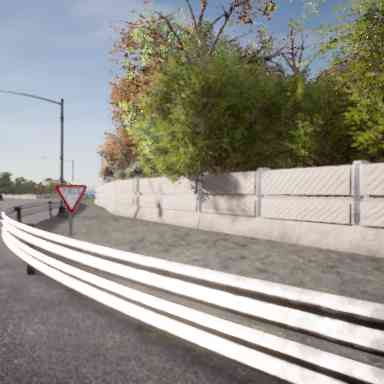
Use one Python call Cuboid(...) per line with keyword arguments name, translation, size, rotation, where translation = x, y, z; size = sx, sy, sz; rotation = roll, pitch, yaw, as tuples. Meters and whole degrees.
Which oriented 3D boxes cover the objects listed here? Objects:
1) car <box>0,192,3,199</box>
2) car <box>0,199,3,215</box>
Cuboid(name="car", translation=(-46.995, 0.962, 79.794), size=(2.150, 2.045, 5.566), rotation=(0, 0, -40))
Cuboid(name="car", translation=(-18.008, 1.503, 28.345), size=(1.895, 1.301, 4.718), rotation=(0, 0, -8))
